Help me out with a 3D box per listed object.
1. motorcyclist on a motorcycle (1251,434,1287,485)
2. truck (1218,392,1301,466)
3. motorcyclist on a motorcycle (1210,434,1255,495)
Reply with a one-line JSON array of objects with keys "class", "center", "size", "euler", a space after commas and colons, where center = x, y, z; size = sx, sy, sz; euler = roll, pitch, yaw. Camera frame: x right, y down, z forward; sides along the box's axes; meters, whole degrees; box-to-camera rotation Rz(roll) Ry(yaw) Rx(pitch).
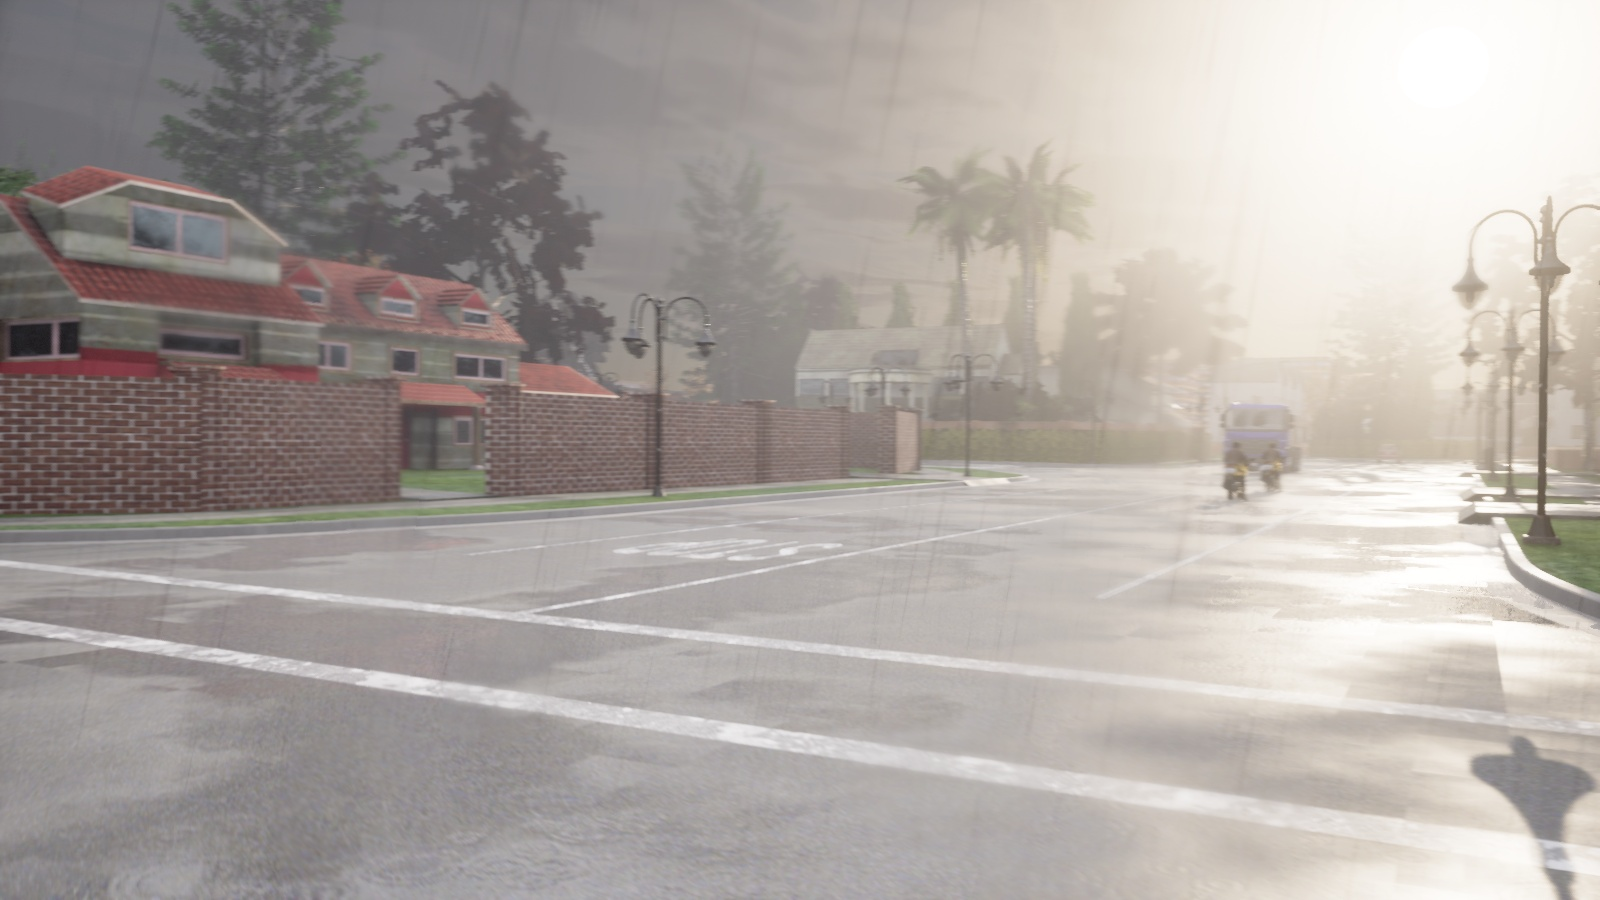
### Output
[{"class": "motorcyclist on a motorcycle", "center": [14.574, 0.272, 39.002], "size": [0.797, 1.523, 2.044], "euler": [0, 1, 28]}, {"class": "truck", "center": [23.158, -1.016, 63.000], "size": [2.891, 3.462, 7.936], "euler": [0, 1, 28]}, {"class": "motorcyclist on a motorcycle", "center": [11.283, 0.352, 32.702], "size": [0.797, 1.523, 2.044], "euler": [0, 1, 28]}]
